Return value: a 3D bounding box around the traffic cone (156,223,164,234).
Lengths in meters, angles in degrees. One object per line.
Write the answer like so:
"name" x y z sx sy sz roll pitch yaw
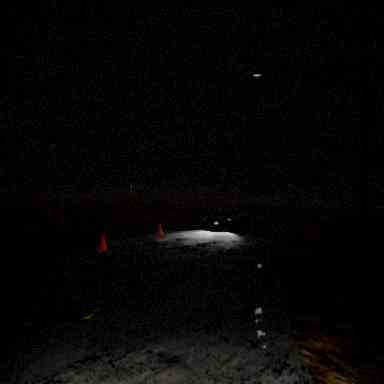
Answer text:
"traffic cone" -1.669 1.871 17.280 0.340 0.580 0.340 1 0 21

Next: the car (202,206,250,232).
"car" 2.146 1.526 20.115 1.994 1.385 4.181 1 0 25

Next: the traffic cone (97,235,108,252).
"traffic cone" -3.280 1.869 12.263 0.340 0.580 0.340 1 0 15
